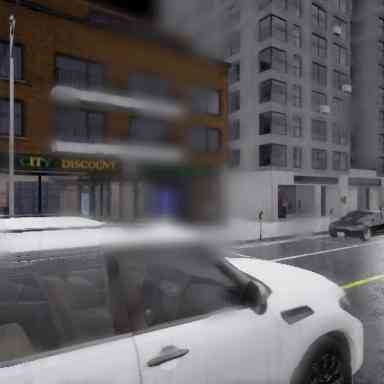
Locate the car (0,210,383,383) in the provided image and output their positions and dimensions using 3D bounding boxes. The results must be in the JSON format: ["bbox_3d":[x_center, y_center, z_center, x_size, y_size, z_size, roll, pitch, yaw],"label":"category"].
[{"bbox_3d":[-0.835,1.223,2.838,5.566,2.045,2.150,0,0,-35],"label":"car"}]
